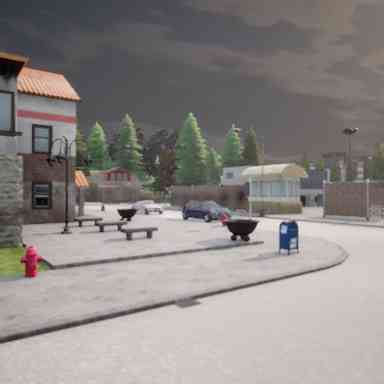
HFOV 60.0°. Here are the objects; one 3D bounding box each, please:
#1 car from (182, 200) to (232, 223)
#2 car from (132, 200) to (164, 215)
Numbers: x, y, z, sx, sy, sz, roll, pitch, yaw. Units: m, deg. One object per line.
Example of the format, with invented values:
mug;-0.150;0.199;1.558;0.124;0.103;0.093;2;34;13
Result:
car;1.139;1.436;26.894;2.097;1.767;4.553;0;0;-35
car;-4.783;1.610;35.249;1.812;1.442;4.674;0;0;-35
